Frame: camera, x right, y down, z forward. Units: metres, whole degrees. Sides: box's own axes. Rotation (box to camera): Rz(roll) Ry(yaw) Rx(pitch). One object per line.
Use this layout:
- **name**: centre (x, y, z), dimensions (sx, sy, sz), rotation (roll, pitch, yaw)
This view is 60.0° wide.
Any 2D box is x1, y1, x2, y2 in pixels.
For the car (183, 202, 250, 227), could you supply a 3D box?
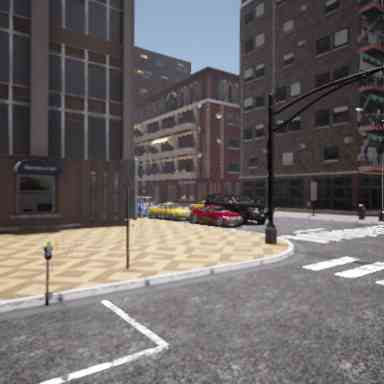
- **car**: centre (1.529, 1.537, 22.119), dimensions (1.802, 1.307, 4.206), rotation (1, 0, -36)

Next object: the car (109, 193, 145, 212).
- **car**: centre (-7.817, 1.159, 39.600), dimensions (2.150, 2.045, 5.566), rotation (0, 0, -36)

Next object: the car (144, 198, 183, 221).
- **car**: centre (-1.672, 1.470, 26.582), dimensions (1.752, 1.417, 4.829), rotation (1, 0, -36)

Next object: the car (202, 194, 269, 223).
- **car**: centre (3.107, 1.187, 24.364), dimensions (2.150, 2.045, 5.566), rotation (0, 0, -36)

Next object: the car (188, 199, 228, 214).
- **car**: centre (1.636, 1.505, 36.346), dimensions (1.752, 1.417, 4.829), rotation (0, 0, -36)

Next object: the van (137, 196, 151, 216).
- **van**: centre (-5.073, 1.276, 31.324), dimensions (1.690, 1.788, 3.998), rotation (0, 0, -36)
